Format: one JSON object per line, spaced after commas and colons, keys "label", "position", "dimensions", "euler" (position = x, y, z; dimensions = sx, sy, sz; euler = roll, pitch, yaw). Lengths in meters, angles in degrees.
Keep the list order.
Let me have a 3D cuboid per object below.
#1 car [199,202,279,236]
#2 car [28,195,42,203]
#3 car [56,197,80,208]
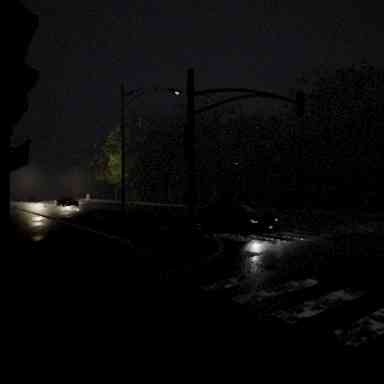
{"label": "car", "position": [2.138, 1.258, 16.481], "dimensions": [1.812, 1.442, 4.674], "euler": [-1, 0, -34]}
{"label": "car", "position": [-30.169, 1.329, 63.778], "dimensions": [1.812, 1.442, 4.674], "euler": [-1, 0, -34]}
{"label": "car", "position": [-16.312, 1.311, 43.490], "dimensions": [2.033, 1.411, 5.357], "euler": [-1, 0, -34]}
